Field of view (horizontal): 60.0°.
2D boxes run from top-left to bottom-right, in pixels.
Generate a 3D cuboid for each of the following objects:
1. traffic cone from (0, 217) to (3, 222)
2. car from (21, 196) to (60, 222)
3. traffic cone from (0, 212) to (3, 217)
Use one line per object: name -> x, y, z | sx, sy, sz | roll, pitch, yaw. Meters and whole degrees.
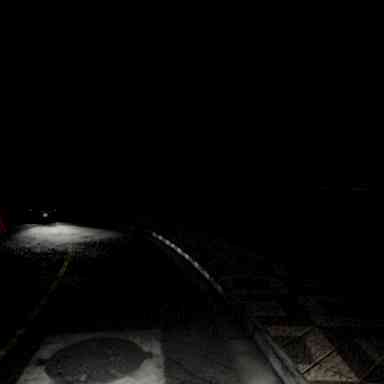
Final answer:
traffic cone -> -8.895, 1.601, 15.647 | 0.340, 0.580, 0.340 | 0, 1, -27
car -> -9.756, 1.016, 21.290 | 2.128, 1.511, 4.902 | 0, 1, -32
traffic cone -> -11.303, 1.498, 19.701 | 0.340, 0.580, 0.340 | 0, 1, -33
